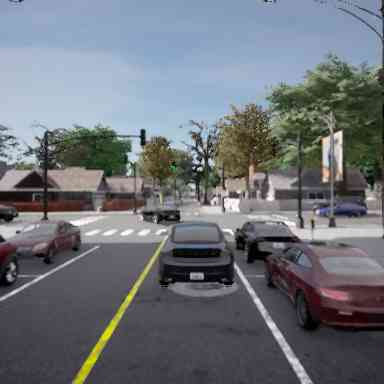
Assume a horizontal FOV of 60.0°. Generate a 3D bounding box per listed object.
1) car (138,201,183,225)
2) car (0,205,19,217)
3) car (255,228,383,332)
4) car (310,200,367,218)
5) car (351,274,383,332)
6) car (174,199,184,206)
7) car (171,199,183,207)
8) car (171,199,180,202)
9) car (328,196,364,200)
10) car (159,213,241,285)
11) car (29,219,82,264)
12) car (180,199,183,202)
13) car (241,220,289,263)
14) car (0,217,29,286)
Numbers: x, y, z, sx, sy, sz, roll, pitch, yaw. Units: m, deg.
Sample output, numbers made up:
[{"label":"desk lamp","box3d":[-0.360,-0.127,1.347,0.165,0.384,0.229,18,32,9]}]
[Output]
[{"label":"car","box3d":[-2.753,1.747,27.192,1.882,1.535,5.008,1,-1,-30]},{"label":"car","box3d":[-17.993,1.598,28.582,5.566,2.045,2.150,0,-1,0]},{"label":"car","box3d":[2.645,1.648,6.748,1.802,1.307,4.206,0,-1,0]},{"label":"car","box3d":[14.293,1.742,31.977,4.674,1.442,1.812,0,-1,-2]},{"label":"car","box3d":[2.638,1.558,1.231,1.887,1.381,4.507,0,-1,0]},{"label":"car","box3d":[-2.997,2.327,77.307,2.128,1.511,4.902,0,-1,0]},{"label":"car","box3d":[-2.983,2.180,67.051,2.128,1.511,4.902,0,-1,0]},{"label":"car","box3d":[-3.053,1.996,46.820,1.812,1.442,4.674,0,-1,2]},{"label":"car","box3d":[15.500,1.462,35.226,5.566,2.045,2.150,0,-1,0]},{"label":"car","box3d":[0.113,1.602,9.726,1.837,1.490,4.892,0,0,0]},{"label":"car","box3d":[-5.373,1.701,12.275,1.802,1.307,4.206,0,-1,0]},{"label":"car","box3d":[-2.969,2.083,56.891,1.837,1.490,4.892,0,-1,0]},{"label":"car","box3d":[2.652,1.685,12.267,1.947,1.339,4.313,0,-1,0]},{"label":"car","box3d":[-5.380,1.506,6.758,1.967,1.590,4.097,0,-1,0]}]
